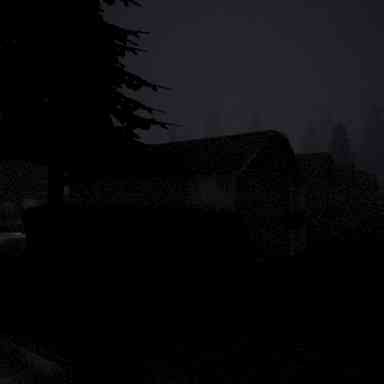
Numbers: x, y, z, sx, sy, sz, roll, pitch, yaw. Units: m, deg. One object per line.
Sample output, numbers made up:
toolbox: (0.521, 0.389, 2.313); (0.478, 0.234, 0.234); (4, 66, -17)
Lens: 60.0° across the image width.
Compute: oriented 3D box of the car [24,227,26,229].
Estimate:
car: (-9.459, 1.864, 23.774); (2.097, 1.767, 4.553); (-1, -1, 36)
